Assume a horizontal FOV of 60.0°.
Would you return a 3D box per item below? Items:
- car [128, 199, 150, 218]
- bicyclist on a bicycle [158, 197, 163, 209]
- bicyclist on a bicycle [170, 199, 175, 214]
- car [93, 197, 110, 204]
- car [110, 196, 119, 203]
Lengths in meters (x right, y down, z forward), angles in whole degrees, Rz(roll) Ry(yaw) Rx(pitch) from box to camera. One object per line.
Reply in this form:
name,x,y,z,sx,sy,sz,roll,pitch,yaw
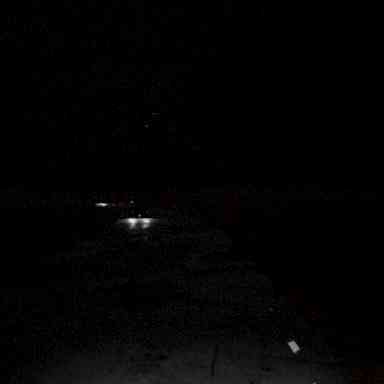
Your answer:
car,-5.109,1.700,31.962,2.033,1.411,5.357,0,0,-11
bicyclist on a bicycle,-4.234,1.512,44.839,0.582,1.620,1.656,-1,0,-17
bicyclist on a bicycle,-2.073,1.608,36.538,0.582,1.620,1.656,0,0,-13
car,-19.543,1.714,70.085,2.128,1.511,4.902,-1,0,-30
car,-17.248,1.697,72.074,1.812,1.442,4.674,-1,0,-33
